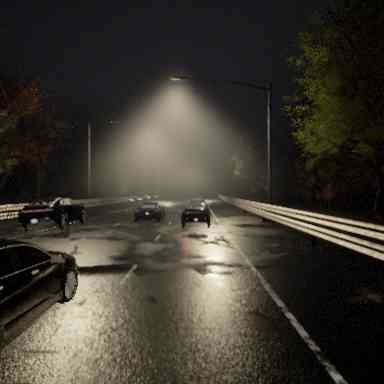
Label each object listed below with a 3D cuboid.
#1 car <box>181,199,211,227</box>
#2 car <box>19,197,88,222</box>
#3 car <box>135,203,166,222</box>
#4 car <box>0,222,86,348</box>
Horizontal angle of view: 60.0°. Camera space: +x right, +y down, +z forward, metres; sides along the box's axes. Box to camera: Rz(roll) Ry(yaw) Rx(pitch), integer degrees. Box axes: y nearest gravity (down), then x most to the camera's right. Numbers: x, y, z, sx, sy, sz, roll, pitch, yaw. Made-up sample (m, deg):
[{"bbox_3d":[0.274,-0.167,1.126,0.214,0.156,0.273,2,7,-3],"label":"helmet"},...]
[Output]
[{"bbox_3d":[0.265,1.455,22.457,2.128,1.511,4.902,0,0,1],"label":"car"},{"bbox_3d":[-6.846,1.044,16.863,2.128,1.511,4.902,-4,0,0],"label":"car"},{"bbox_3d":[-3.185,1.523,25.917,1.994,1.385,4.181,0,0,1],"label":"car"},{"bbox_3d":[-3.380,1.498,5.284,1.837,1.490,4.892,0,0,0],"label":"car"}]
